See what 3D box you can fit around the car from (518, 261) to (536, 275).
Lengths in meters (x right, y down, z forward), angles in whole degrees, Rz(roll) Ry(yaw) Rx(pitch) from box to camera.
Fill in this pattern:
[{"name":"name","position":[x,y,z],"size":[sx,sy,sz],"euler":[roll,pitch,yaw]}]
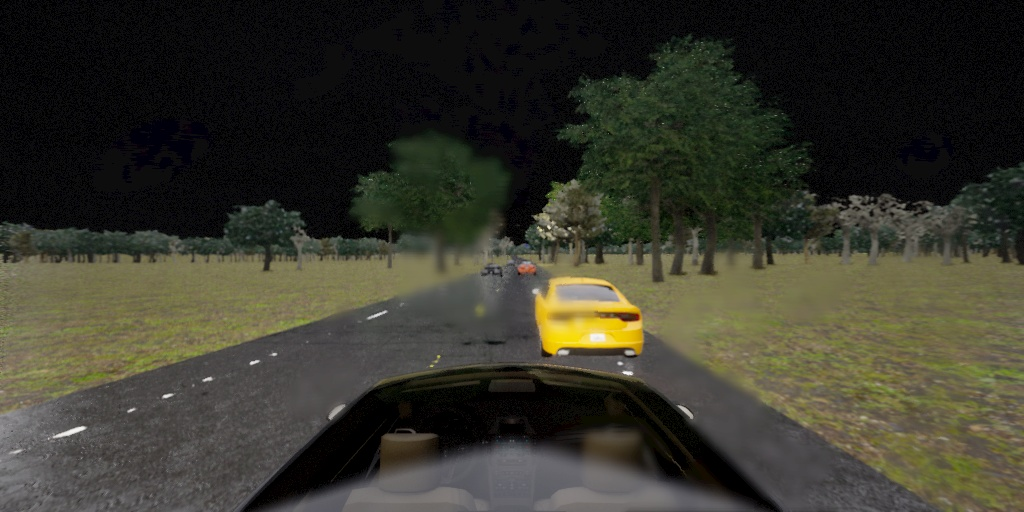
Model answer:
[{"name":"car","position":[1.787,1.330,42.652],"size":[2.097,1.767,4.553],"euler":[0,0,2]}]

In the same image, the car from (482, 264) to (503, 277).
[{"name":"car","position":[-2.060,1.535,38.604],"size":[1.994,1.385,4.181],"euler":[0,0,2]}]

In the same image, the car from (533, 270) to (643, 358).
[{"name":"car","position":[1.572,1.265,8.641],"size":[1.882,1.535,5.008],"euler":[0,0,2]}]
